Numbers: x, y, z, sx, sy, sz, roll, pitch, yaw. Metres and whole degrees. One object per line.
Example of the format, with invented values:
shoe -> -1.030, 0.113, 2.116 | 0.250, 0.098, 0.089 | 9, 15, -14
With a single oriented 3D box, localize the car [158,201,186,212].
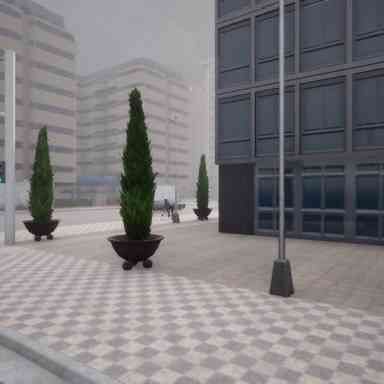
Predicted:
car -> -2.742, 1.655, 38.981 | 1.895, 1.301, 4.718 | 0, 0, 35

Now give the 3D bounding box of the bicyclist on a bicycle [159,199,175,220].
bicyclist on a bicycle -> -1.908, 1.356, 25.824 | 1.656, 1.620, 0.582 | 0, 0, 35
